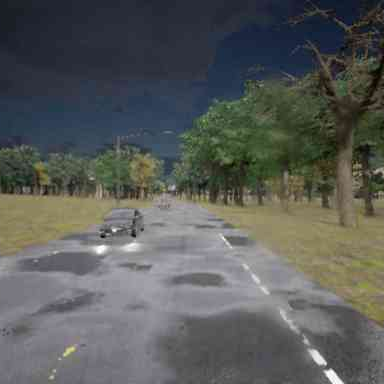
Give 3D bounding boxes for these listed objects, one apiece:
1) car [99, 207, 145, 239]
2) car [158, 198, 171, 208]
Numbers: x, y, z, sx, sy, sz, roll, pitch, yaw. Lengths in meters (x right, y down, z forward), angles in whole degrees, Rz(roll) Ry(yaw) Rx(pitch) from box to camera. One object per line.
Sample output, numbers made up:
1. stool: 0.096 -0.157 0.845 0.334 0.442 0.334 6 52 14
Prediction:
1. car: -3.783 1.634 18.468 1.837 1.490 4.892 -3 0 -1
2. car: -4.908 1.943 59.702 2.097 1.767 4.553 0 -1 -2
